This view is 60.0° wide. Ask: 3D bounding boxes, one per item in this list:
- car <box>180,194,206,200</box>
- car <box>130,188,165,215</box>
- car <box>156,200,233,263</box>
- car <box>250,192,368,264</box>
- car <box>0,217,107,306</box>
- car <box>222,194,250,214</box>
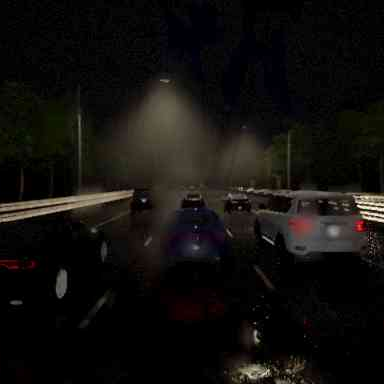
[{"bbox_3d":[0.094,0.916,27.366,1.837,1.490,4.892,0,1,0],"label":"car"},{"bbox_3d":[-3.410,0.657,26.282,2.150,2.045,5.566,0,1,0],"label":"car"},{"bbox_3d":[0.083,1.253,11.119,1.882,1.535,5.008,0,1,0],"label":"car"},{"bbox_3d":[3.588,0.997,11.070,2.150,2.045,5.566,0,1,0],"label":"car"},{"bbox_3d":[-3.432,1.320,7.806,1.882,1.535,5.008,0,1,0],"label":"car"},{"bbox_3d":[3.592,0.907,27.176,2.128,1.511,4.902,0,1,0],"label":"car"}]
